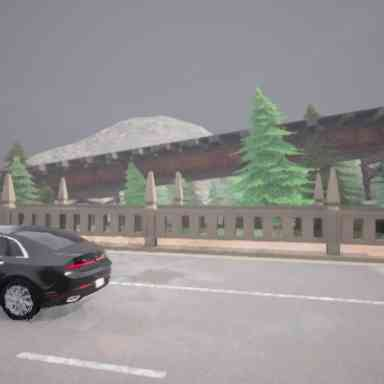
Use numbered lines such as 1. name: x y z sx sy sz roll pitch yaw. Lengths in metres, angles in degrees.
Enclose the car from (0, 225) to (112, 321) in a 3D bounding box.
1. car: -4.084 1.458 6.872 4.892 1.490 1.837 0 0 14
